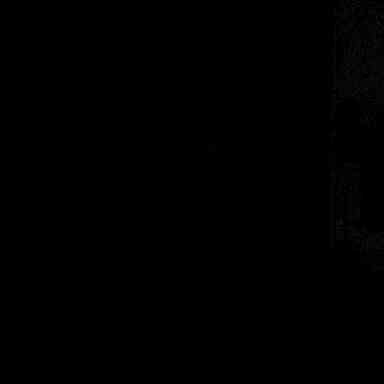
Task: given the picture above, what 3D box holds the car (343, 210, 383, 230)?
[{"bbox_3d":[11.718,1.744,19.911,1.895,1.301,4.718,2,-2,-36],"label":"car"}]
